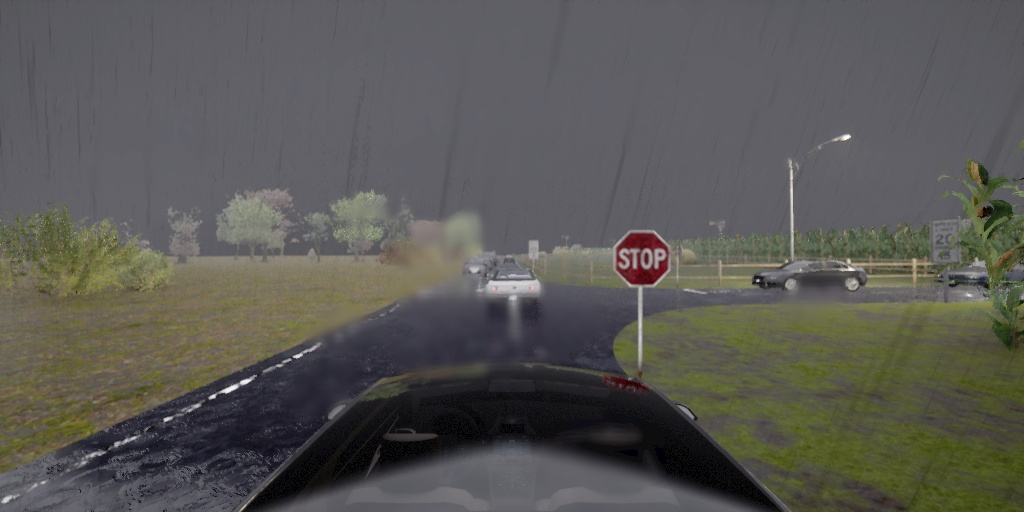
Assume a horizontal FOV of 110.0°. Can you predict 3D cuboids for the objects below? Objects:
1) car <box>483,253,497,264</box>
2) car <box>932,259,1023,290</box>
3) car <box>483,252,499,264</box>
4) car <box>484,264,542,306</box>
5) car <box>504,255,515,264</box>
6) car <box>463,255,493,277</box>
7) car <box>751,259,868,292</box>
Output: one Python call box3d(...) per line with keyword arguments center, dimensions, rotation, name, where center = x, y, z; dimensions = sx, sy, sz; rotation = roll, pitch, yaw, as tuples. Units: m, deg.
box3d(center=(-3.083, 0.783, 39.909), dimensions=(2.128, 1.511, 4.902), rotation=(0, 1, -1), name="car")
box3d(center=(24.225, 0.874, 17.642), dimensions=(5.357, 1.411, 2.033), rotation=(-1, 0, -1), name="car")
box3d(center=(-3.180, 0.397, 50.182), dimensions=(2.150, 2.045, 5.566), rotation=(0, 1, -1), name="car")
box3d(center=(0.078, 1.154, 14.442), dimensions=(1.895, 1.301, 4.718), rotation=(-1, 0, 0), name="car")
box3d(center=(-0.483, 0.526, 61.700), dimensions=(1.882, 1.535, 5.008), rotation=(0, 1, -1), name="car")
box3d(center=(-2.941, 0.897, 29.973), dimensions=(2.128, 1.511, 4.902), rotation=(0, 1, -2), name="car")
box3d(center=(14.394, 0.929, 17.495), dimensions=(4.892, 1.490, 1.837), rotation=(-1, 0, -1), name="car")
